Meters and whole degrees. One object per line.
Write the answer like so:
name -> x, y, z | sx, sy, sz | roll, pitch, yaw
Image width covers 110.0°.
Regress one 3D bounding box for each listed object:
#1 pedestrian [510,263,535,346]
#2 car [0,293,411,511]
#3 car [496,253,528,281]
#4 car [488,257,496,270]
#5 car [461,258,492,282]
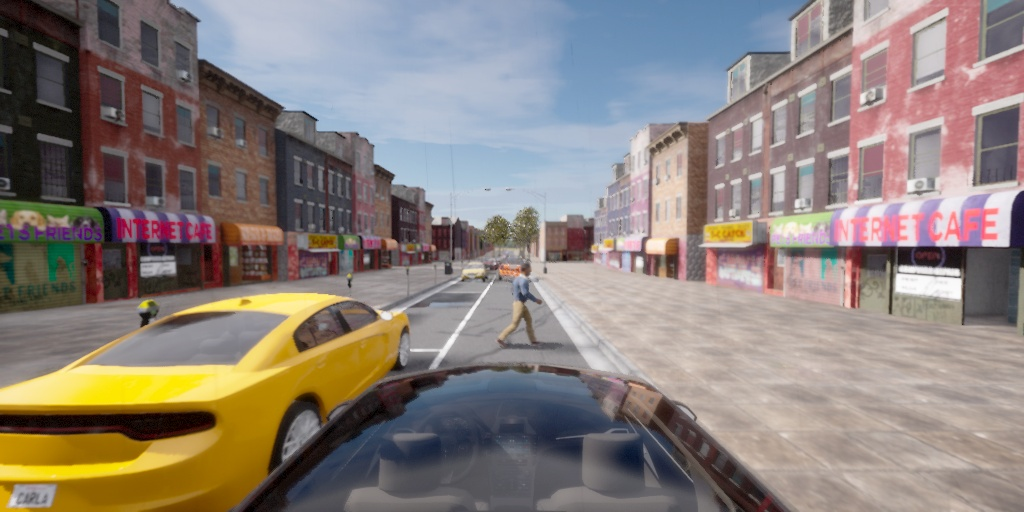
pedestrian -> 0.218, 0.984, 7.515 | 0.375, 1.860, 0.375 | 1, 2, 0
car -> -2.751, 1.198, 4.534 | 1.882, 1.535, 5.008 | 0, 1, 0
car -> 0.086, 0.877, 27.519 | 2.097, 1.767, 4.553 | 0, 0, 0
car -> -2.639, 0.885, 42.581 | 1.967, 1.591, 4.097 | 0, 0, 0
car -> -2.639, 1.060, 26.071 | 1.751, 1.417, 4.829 | 0, 0, 0
